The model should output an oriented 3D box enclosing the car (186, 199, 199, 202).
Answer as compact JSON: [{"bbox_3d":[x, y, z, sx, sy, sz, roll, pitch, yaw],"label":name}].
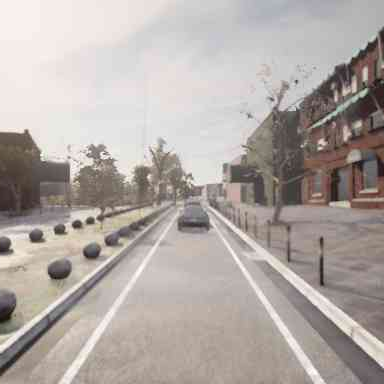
[{"bbox_3d":[0.096,1.507,38.312,2.128,1.511,4.902,0,0,0],"label":"car"}]

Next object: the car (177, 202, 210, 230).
[{"bbox_3d":[0.098,1.572,21.173,1.994,1.385,4.181,0,0,0],"label":"car"}]
